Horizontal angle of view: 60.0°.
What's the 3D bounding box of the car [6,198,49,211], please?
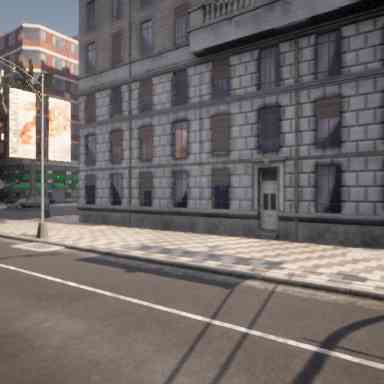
[{"bbox_3d":[-20.372,1.479,41.363,2.128,1.511,4.902,0,0,36],"label":"car"}]
